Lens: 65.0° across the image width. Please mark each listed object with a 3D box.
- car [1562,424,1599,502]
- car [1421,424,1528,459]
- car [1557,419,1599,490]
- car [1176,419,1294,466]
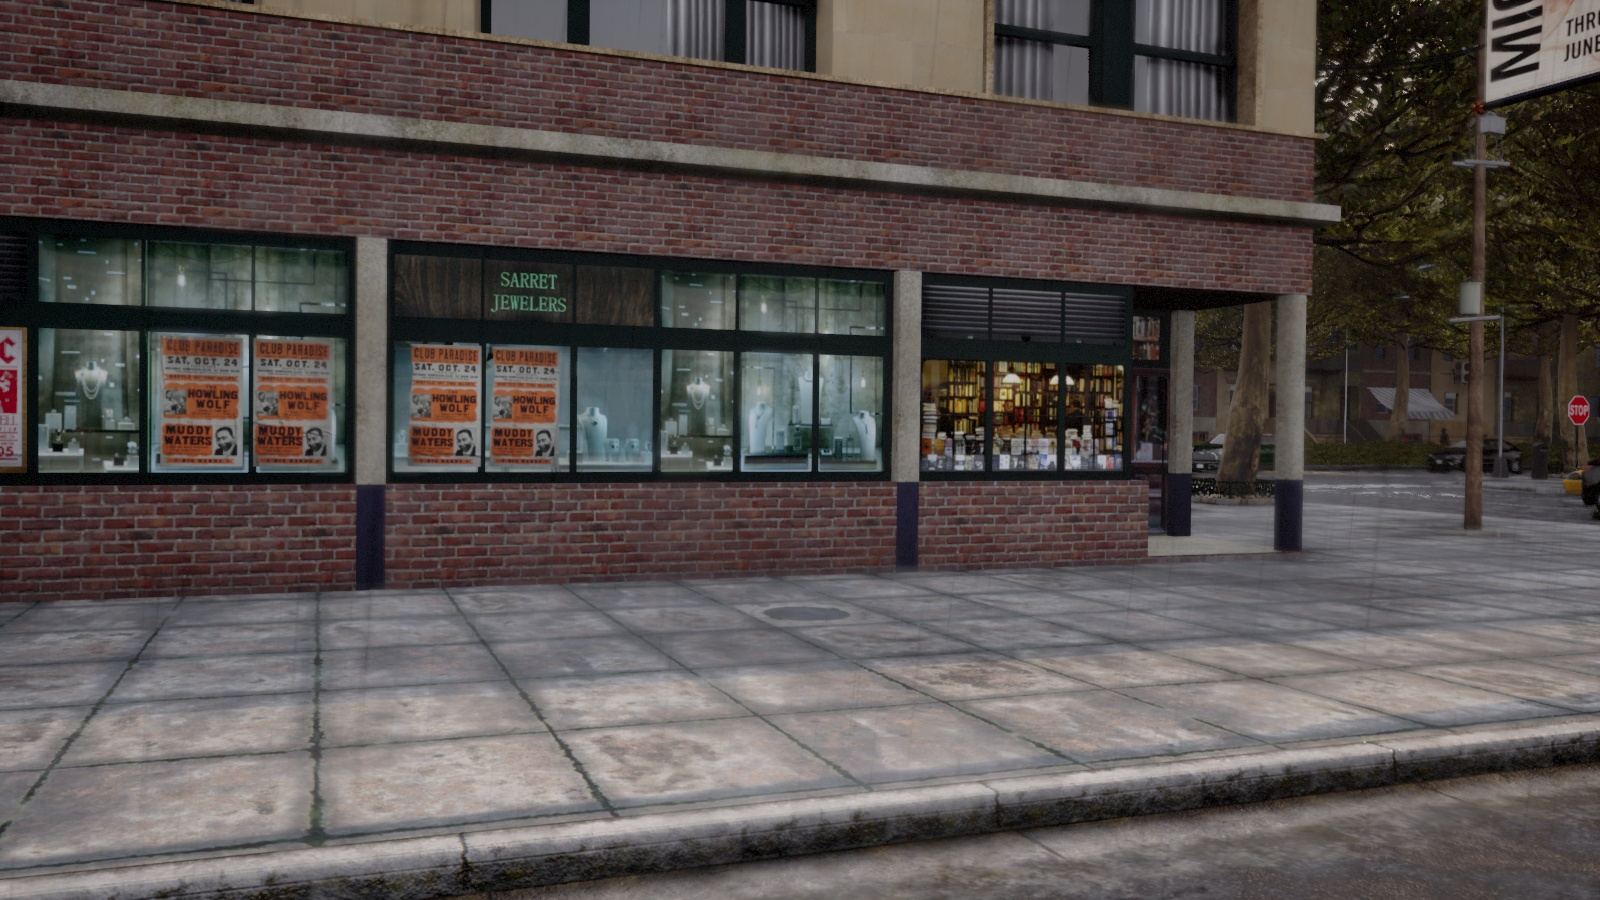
[{"bbox_3d":[16.853,0.247,22.819,2.163,1.488,4.792,-1,1,-22],"label":"car"},{"bbox_3d":[29.624,-0.401,55.176,4.193,1.474,1.816,-1,1,-21],"label":"car"},{"bbox_3d":[19.110,0.102,26.527,1.801,1.575,5.366,-1,1,-21],"label":"car"},{"bbox_3d":[17.140,-0.329,49.411,4.553,1.767,2.097,-1,1,-34],"label":"car"}]
